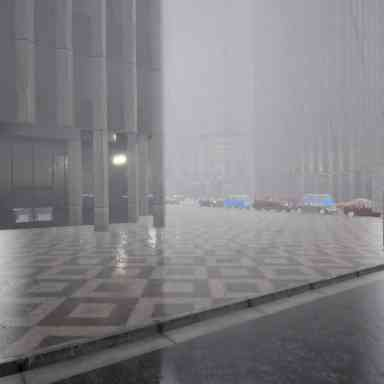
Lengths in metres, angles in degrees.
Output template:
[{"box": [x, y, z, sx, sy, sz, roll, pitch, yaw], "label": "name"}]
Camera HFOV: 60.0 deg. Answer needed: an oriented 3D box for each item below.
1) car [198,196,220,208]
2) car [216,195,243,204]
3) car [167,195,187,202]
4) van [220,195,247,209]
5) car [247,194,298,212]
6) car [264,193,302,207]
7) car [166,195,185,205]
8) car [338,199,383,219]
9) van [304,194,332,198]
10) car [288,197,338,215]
[{"box": [2.685, 1.372, 46.881, 1.967, 1.590, 4.097, -1, 1, -36], "label": "car"}, {"box": [6.326, 1.296, 56.466, 1.752, 1.417, 4.829, -1, 1, -36], "label": "car"}, {"box": [-3.209, 1.258, 69.815, 2.008, 1.369, 4.403, -1, 1, -36], "label": "car"}, {"box": [5.896, 1.294, 42.386, 1.690, 1.788, 3.998, -1, 1, -36], "label": "van"}, {"box": [9.110, 1.290, 37.890, 2.192, 1.841, 5.009, -1, 1, -36], "label": "car"}, {"box": [12.845, 1.130, 47.334, 2.192, 1.841, 5.009, -1, 1, -36], "label": "car"}, {"box": [-3.741, 1.439, 55.873, 2.008, 1.369, 4.403, -1, 1, -36], "label": "car"}, {"box": [15.538, 1.566, 28.903, 1.887, 1.381, 4.507, -1, 1, -36], "label": "car"}, {"box": [16.057, 1.178, 42.838, 1.690, 1.788, 3.998, -1, 1, -36], "label": "van"}, {"box": [12.325, 1.549, 33.398, 2.008, 1.369, 4.403, -1, 1, -36], "label": "car"}]
